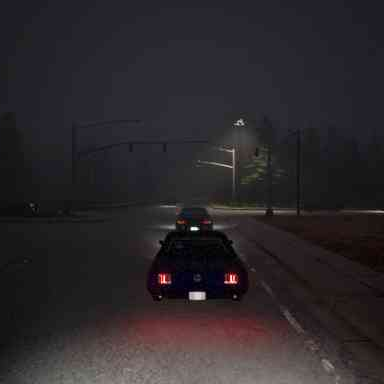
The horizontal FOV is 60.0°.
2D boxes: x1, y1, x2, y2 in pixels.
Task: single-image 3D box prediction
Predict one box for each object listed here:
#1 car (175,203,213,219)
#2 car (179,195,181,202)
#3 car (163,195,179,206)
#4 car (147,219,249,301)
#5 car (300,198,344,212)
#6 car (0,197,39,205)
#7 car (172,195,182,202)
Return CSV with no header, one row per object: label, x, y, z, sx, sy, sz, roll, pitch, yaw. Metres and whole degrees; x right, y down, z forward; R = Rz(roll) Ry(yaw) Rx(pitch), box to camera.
car,0.108,1.511,17.430,1.812,1.442,4.674,0,0,0
car,-3.520,1.522,63.775,1.994,1.385,4.181,0,0,1
car,-3.568,1.528,54.507,1.994,1.385,4.181,0,0,0
car,0.103,1.596,8.263,1.895,1.301,4.718,0,0,0
car,14.784,1.487,38.046,4.902,1.511,2.128,0,0,1
car,-18.326,1.363,34.959,4.553,1.767,2.097,0,0,1
car,-3.387,1.429,74.080,1.882,1.535,5.008,0,0,1
